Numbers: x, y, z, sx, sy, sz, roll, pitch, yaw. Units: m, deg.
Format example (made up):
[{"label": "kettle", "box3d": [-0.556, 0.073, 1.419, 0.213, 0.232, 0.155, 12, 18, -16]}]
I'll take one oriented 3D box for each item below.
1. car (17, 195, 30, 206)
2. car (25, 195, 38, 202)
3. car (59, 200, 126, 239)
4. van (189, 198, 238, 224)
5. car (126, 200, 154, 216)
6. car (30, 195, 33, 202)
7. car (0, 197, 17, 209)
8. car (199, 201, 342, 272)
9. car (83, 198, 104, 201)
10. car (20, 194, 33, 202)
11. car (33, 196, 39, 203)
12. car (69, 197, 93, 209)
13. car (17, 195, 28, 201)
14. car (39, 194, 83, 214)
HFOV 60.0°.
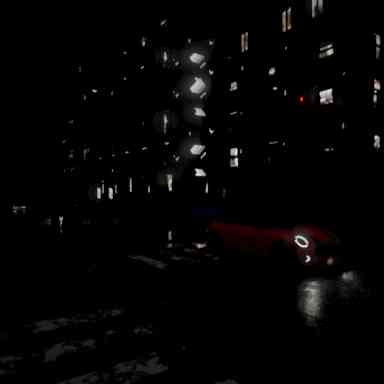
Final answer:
[{"label": "car", "box3d": [-27.127, 1.475, 52.065, 1.812, 1.442, 4.674, 0, 0, -36]}, {"label": "car", "box3d": [-35.149, 1.474, 72.824, 1.887, 1.381, 4.507, -1, 0, -36]}, {"label": "car", "box3d": [-5.388, 1.445, 17.495, 1.967, 1.590, 4.097, 0, 0, -36]}, {"label": "van", "box3d": [1.408, 1.290, 22.398, 1.690, 1.788, 3.998, 0, 0, -36]}, {"label": "car", "box3d": [-5.338, 1.459, 31.704, 1.752, 1.417, 4.829, 0, 0, -36]}, {"label": "car", "box3d": [-31.825, 1.480, 68.240, 2.008, 1.369, 4.403, 0, 0, -36]}, {"label": "car", "box3d": [-25.327, 1.566, 44.999, 1.802, 1.307, 4.206, 0, 0, -36]}, {"label": "car", "box3d": [2.552, 1.350, 11.122, 2.097, 1.767, 4.553, 0, 0, -36]}, {"label": "car", "box3d": [-11.884, 1.472, 40.733, 1.887, 1.381, 4.507, 0, 0, -36]}, {"label": "car", "box3d": [-38.471, 1.372, 77.406, 1.967, 1.590, 4.097, -1, 0, -36]}, {"label": "car", "box3d": [-28.501, 1.480, 63.655, 2.008, 1.369, 4.403, 0, 0, -36]}, {"label": "car", "box3d": [-15.207, 1.472, 45.317, 1.887, 1.381, 4.507, 0, 0, -36]}, {"label": "car", "box3d": [-41.795, 1.517, 81.992, 1.802, 1.307, 4.206, -1, 0, -36]}, {"label": "car", "box3d": [-12.793, 1.211, 32.285, 2.150, 2.045, 5.566, 0, 1, -36]}]
